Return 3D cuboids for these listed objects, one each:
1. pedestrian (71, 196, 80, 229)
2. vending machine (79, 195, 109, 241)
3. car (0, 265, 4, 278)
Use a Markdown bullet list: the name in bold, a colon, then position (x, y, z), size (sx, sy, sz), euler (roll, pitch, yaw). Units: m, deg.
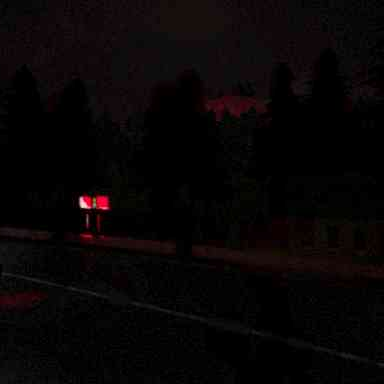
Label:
- **pedestrian**: position (-5.636, 1.126, 16.251), size (0.375, 1.860, 0.375), euler (0, 0, 28)
- **vending machine**: position (-4.684, 1.178, 15.911), size (0.880, 2.100, 1.100), euler (0, 0, 29)
- **car**: position (-6.914, 1.548, 8.111), size (5.357, 1.411, 2.033), euler (0, 0, 30)
